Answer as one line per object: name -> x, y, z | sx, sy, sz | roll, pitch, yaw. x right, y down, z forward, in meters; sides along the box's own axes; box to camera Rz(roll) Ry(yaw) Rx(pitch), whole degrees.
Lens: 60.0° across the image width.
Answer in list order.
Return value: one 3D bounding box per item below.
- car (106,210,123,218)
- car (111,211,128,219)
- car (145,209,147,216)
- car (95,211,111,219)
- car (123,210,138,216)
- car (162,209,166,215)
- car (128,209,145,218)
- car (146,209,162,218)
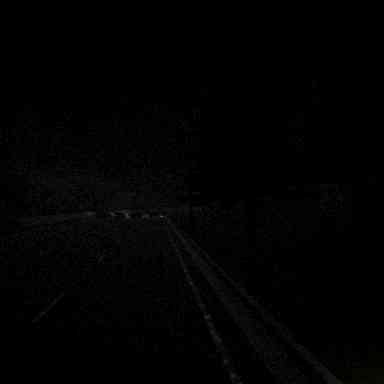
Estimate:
car -> -18.195, 5.207, 78.565 | 2.128, 1.511, 4.902 | -2, -2, 11
car -> -14.724, 4.754, 67.824 | 1.895, 1.301, 4.718 | -2, -2, -4
car -> -11.161, 4.806, 78.449 | 1.837, 1.490, 4.892 | -2, -2, 11
car -> -18.415, 4.646, 68.254 | 2.097, 1.767, 4.553 | -2, -2, -4
car -> -14.621, 5.030, 78.928 | 1.895, 1.301, 4.718 | -2, -2, 11
car -> -7.551, 4.822, 78.807 | 1.812, 1.442, 4.674 | -2, -2, 11
car -> -11.192, 4.490, 67.209 | 1.882, 1.535, 5.008 | -2, -2, -4
car -> -7.714, 4.440, 67.634 | 1.812, 1.442, 4.674 | -2, -2, -4
